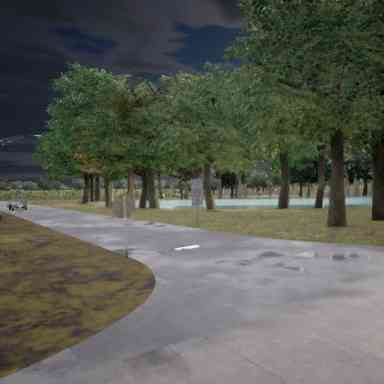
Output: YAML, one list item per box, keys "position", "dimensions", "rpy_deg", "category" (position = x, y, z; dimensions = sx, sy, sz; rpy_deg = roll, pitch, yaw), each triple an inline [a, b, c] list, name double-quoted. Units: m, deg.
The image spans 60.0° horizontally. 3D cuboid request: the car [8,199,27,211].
- position: [-24.206, 1.756, 46.122]
  dimensions: [2.128, 1.511, 4.902]
  rpy_deg: [-3, 1, -36]
  category: "car"
